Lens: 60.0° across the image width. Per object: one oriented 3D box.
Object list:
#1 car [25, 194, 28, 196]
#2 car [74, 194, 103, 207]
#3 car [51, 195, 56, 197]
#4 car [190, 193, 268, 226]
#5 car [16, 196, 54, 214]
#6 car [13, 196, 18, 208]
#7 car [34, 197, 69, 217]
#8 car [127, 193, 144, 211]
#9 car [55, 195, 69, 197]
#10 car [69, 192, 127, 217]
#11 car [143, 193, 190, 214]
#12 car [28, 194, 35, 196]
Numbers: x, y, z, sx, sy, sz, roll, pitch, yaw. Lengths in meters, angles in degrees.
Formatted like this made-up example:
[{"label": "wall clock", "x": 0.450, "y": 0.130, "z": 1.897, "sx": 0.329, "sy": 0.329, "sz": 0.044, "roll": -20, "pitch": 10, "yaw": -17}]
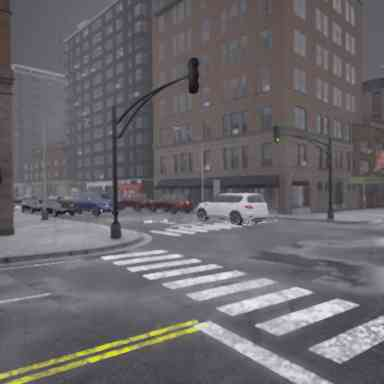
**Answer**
[{"label": "car", "x": -25.598, "y": 1.230, "z": 47.601, "sx": 1.895, "sy": 1.301, "sz": 4.718, "roll": -1, "pitch": 1, "yaw": -44}, {"label": "car", "x": -13.515, "y": 1.079, "z": 43.340, "sx": 1.967, "sy": 1.590, "sz": 4.097, "roll": 0, "pitch": 1, "yaw": -44}, {"label": "car", "x": -21.183, "y": 1.132, "z": 51.250, "sx": 1.802, "sy": 1.307, "sz": 4.206, "roll": 0, "pitch": 1, "yaw": -44}, {"label": "car", "x": 2.630, "y": 1.096, "z": 22.993, "sx": 2.150, "sy": 2.045, "sz": 5.566, "roll": 0, "pitch": 1, "yaw": -39}, {"label": "car", "x": -15.797, "y": 1.372, "z": 33.448, "sx": 1.947, "sy": 1.339, "sz": 4.313, "roll": 0, "pitch": 1, "yaw": -44}, {"label": "car", "x": -23.344, "y": 1.246, "z": 41.231, "sx": 1.752, "sy": 1.417, "sz": 4.829, "roll": 0, "pitch": 1, "yaw": -44}, {"label": "car", "x": -11.964, "y": 1.415, "z": 29.494, "sx": 1.947, "sy": 1.339, "sz": 4.313, "roll": 0, "pitch": 1, "yaw": -44}, {"label": "car", "x": -5.847, "y": 1.040, "z": 35.430, "sx": 2.192, "sy": 1.841, "sz": 5.009, "roll": 0, "pitch": 1, "yaw": -44}, {"label": "car", "x": -17.349, "y": 1.177, "z": 47.295, "sx": 1.802, "sy": 1.307, "sz": 4.206, "roll": 0, "pitch": 1, "yaw": -44}, {"label": "car", "x": -8.584, "y": 1.046, "z": 29.952, "sx": 2.150, "sy": 2.045, "sz": 5.566, "roll": -1, "pitch": 1, "yaw": -44}, {"label": "car", "x": -2.013, "y": 1.082, "z": 31.476, "sx": 2.192, "sy": 1.841, "sz": 5.009, "roll": 0, "pitch": 1, "yaw": -44}, {"label": "car", "x": -28.850, "y": 1.040, "z": 59.158, "sx": 1.802, "sy": 1.307, "sz": 4.206, "roll": 0, "pitch": 1, "yaw": -44}]
